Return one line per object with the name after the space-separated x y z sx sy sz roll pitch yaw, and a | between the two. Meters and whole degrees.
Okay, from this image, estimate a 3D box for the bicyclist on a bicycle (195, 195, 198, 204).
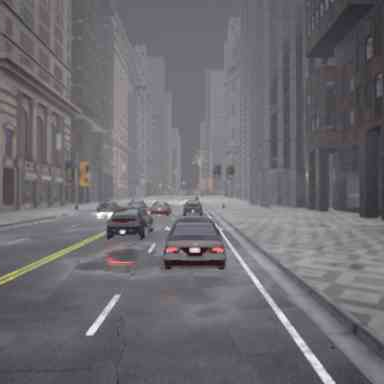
0.901 1.504 65.002 0.659 1.776 1.843 0 0 0 | bicyclist on a bicycle

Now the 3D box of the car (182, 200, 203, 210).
0.101 1.583 34.360 1.837 1.490 4.892 0 0 0 | car

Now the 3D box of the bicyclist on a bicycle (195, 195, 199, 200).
0.899 1.488 56.001 0.659 1.776 1.843 0 0 0 | bicyclist on a bicycle

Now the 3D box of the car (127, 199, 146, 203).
-6.589 1.581 39.681 2.128 1.511 4.902 0 0 0 | car

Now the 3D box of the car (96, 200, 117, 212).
-9.838 1.653 39.240 1.994 1.385 4.181 0 0 0 | car

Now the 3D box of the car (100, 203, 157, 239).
-3.154 1.547 17.547 1.837 1.490 4.892 0 0 0 | car

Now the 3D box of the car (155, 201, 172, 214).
-3.151 1.643 34.227 1.994 1.385 4.181 0 0 0 | car

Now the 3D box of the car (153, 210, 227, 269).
0.085 1.574 11.191 2.033 1.411 5.357 0 0 0 | car
